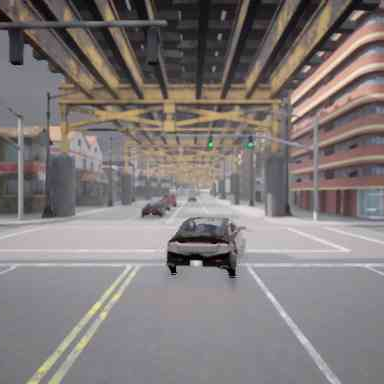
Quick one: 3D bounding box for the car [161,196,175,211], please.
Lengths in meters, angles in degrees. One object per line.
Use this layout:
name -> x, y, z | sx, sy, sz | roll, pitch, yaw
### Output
car -> -3.587, 1.618, 41.800 | 2.033, 1.411, 5.357 | 0, 0, 0

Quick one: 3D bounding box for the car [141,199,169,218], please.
car -> -3.601, 1.654, 31.432 | 1.895, 1.301, 4.718 | 0, 0, 1

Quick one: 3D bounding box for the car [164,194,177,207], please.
car -> -3.564, 1.293, 52.493 | 2.150, 2.045, 5.566 | 0, 0, 0

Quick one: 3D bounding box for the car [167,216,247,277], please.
car -> 0.605, 1.509, 10.416 | 2.128, 1.511, 4.902 | 0, 0, 12

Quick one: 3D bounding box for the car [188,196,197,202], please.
car -> 0.015, 1.492, 72.096 | 1.812, 1.442, 4.674 | 0, 1, 0
